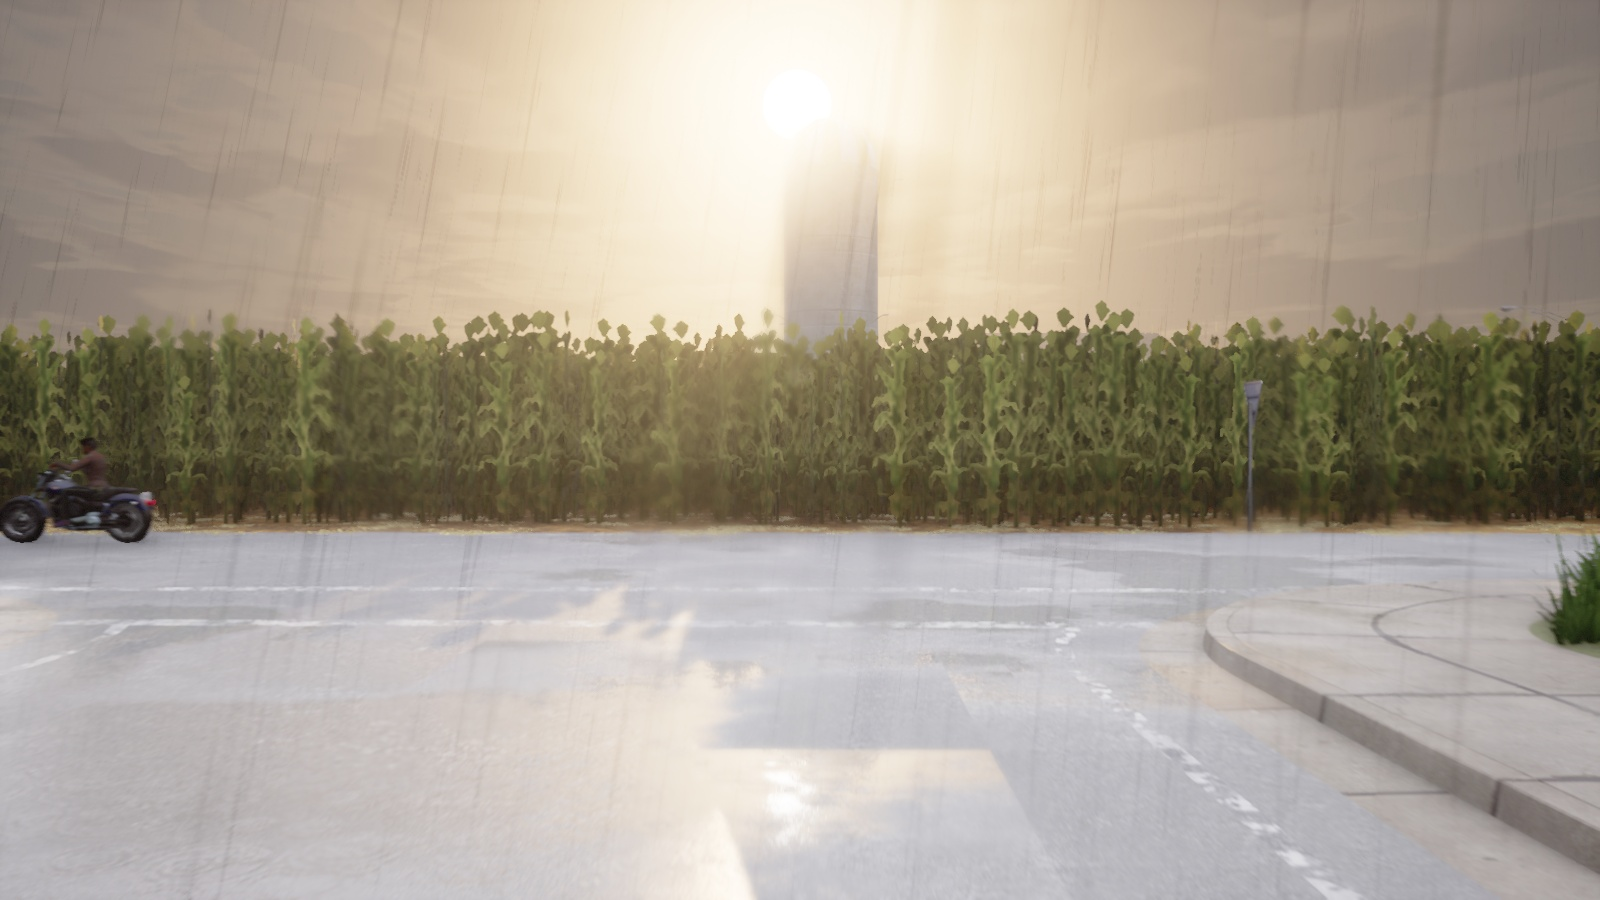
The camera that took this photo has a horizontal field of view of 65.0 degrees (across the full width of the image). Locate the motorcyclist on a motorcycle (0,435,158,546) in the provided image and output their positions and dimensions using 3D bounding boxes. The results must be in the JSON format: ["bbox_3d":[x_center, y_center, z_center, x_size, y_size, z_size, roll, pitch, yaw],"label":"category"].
[{"bbox_3d":[-11.089,0.601,19.015,2.350,1.649,0.766,0,0,1],"label":"motorcyclist on a motorcycle"}]
